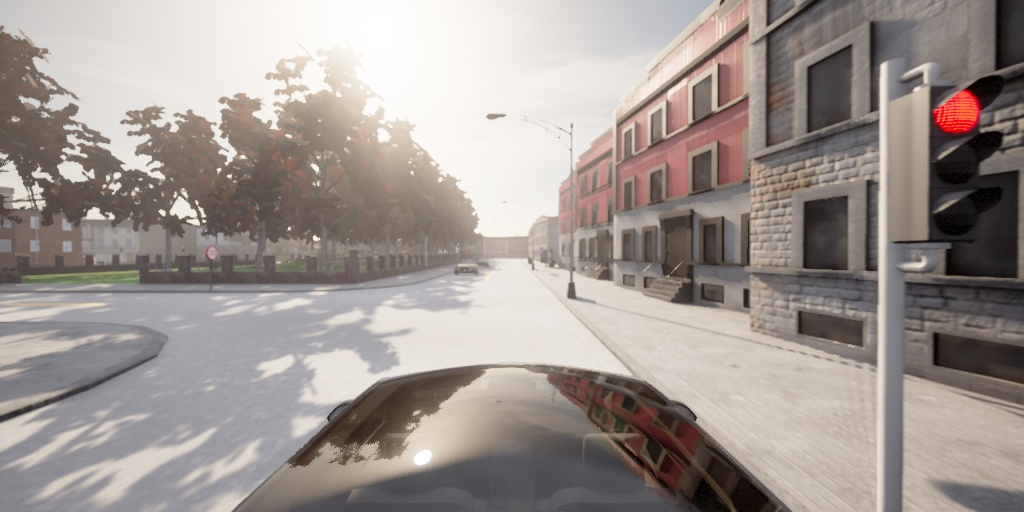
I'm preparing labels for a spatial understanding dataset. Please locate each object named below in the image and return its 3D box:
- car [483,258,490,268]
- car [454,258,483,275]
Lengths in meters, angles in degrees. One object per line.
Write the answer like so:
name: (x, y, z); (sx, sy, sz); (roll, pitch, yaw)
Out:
car: (-4.104, 0.941, 49.360); (1.895, 1.301, 4.718); (0, 0, 0)
car: (-4.110, 1.043, 33.139); (1.994, 1.385, 4.181); (0, 1, 0)
